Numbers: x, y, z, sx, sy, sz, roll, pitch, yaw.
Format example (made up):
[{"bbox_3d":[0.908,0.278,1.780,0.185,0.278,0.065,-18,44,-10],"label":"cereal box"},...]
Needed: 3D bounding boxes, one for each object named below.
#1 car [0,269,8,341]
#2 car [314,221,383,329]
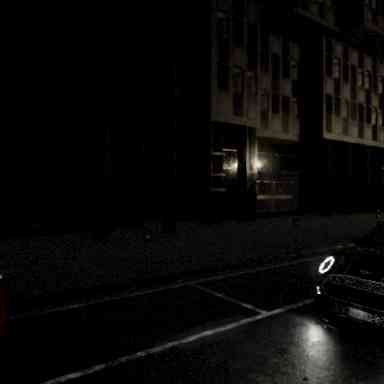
[{"bbox_3d":[-4.624,1.320,3.234,5.009,1.841,2.192,0,0,-35],"label":"car"},{"bbox_3d":[4.453,1.331,6.545,4.553,1.767,2.097,0,0,-35],"label":"car"}]
